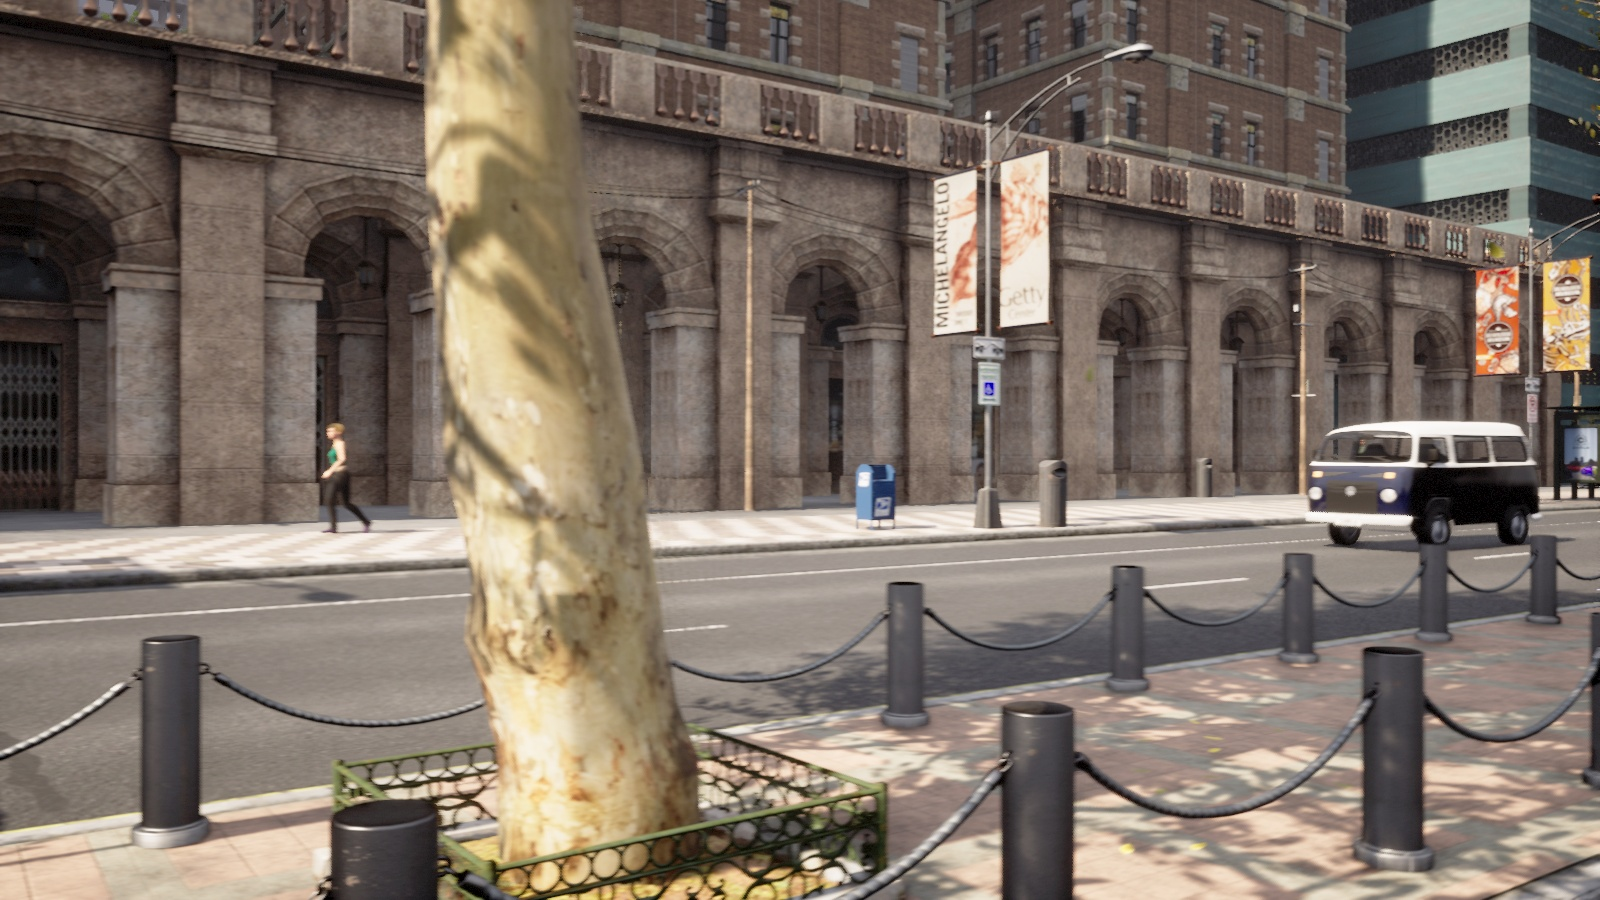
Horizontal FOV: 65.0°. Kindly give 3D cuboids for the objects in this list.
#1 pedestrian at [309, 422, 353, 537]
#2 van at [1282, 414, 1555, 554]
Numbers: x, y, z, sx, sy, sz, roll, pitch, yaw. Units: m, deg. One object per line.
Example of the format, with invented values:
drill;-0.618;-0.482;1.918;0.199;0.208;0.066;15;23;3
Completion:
pedestrian;-7.601;0.468;20.364;0.594;1.836;0.345;0;0;-35
van;10.121;0.497;20.452;4.480;2.038;2.069;0;0;-35
